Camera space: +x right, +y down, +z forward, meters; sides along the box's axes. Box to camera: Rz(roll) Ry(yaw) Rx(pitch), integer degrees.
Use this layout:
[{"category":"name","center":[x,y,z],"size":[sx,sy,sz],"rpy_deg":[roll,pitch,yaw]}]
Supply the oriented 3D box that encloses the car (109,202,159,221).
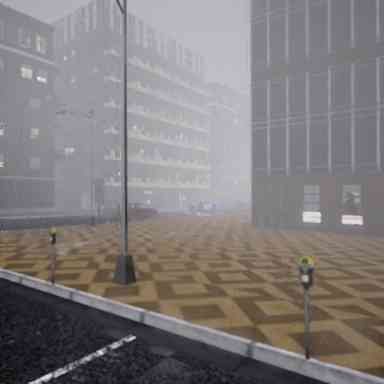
[{"category":"car","center":[-4.700,1.633,28.555],"size":[1.967,1.590,4.097],"rpy_deg":[-1,-2,35]}]

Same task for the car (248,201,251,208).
[{"category":"car","center":[11.248,2.389,65.679],"size":[1.887,1.381,4.507],"rpy_deg":[-1,-2,35]}]

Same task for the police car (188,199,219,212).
[{"category":"police car","center":[1.312,2.008,46.914],"size":[2.038,1.542,4.974],"rpy_deg":[0,-1,35]}]

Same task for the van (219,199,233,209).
[{"category":"van","center":[4.747,2.008,56.442],"size":[1.690,1.788,3.998],"rpy_deg":[-1,-2,35]}]

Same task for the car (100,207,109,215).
[{"category":"car","center":[-8.350,1.836,37.814],"size":[1.752,1.417,4.829],"rpy_deg":[-1,-2,35]}]

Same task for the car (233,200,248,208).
[{"category":"car","center":[7.997,2.196,61.060],"size":[1.967,1.590,4.097],"rpy_deg":[-1,-2,35]}]
